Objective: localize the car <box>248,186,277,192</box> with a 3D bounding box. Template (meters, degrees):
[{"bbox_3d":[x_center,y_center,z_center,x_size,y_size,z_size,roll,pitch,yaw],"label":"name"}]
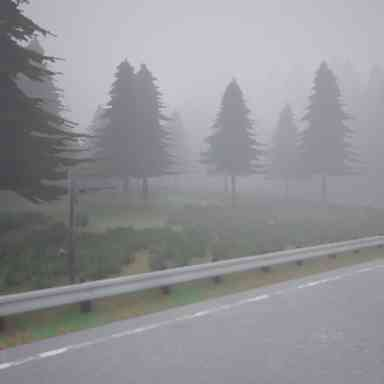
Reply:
[{"bbox_3d":[9.585,-0.001,44.489,4.674,1.442,1.812,6,3,30],"label":"car"}]
